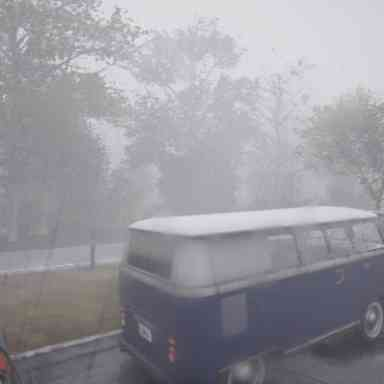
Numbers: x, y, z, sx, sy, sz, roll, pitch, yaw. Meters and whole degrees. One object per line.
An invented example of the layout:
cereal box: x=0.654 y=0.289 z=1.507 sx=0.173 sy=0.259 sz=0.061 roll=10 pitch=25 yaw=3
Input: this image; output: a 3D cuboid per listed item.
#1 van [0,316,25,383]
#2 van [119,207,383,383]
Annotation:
van: x=-3.342 y=1.243 z=1.742 sx=4.442 sy=1.987 sz=1.878 roll=-1 pitch=-1 yaw=-35
van: x=1.270 y=1.255 z=4.903 sx=4.442 sy=1.987 sz=1.878 roll=-1 pitch=-1 yaw=-34
